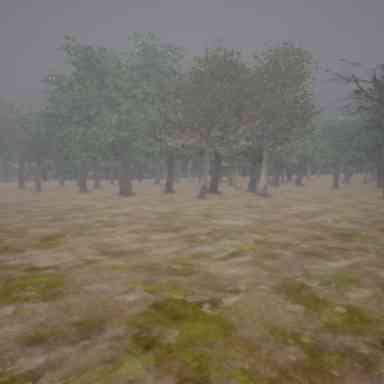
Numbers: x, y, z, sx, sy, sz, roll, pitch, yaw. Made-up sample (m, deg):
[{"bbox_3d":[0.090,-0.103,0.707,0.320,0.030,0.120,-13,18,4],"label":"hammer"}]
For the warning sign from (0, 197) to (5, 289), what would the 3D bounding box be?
[{"bbox_3d":[-4.382,0.980,6.053,1.060,1.860,1.300,3,0,37],"label":"warning sign"}]
